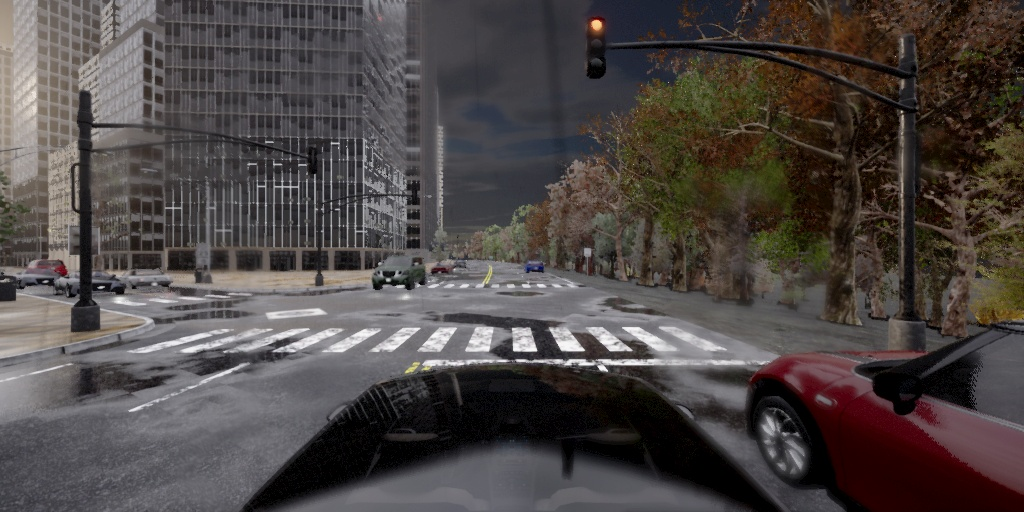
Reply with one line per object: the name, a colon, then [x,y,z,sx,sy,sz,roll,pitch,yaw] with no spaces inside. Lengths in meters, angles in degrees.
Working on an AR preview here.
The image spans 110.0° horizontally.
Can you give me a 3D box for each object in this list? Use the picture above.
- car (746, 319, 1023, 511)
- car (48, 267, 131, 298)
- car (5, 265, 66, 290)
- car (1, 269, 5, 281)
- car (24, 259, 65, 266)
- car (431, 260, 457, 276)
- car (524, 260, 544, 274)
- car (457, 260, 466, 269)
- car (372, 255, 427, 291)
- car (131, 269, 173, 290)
car: [3.320,1.077,1.721,2.097,1.767,4.553,-1,-1,2]
car: [-23.394,1.490,19.835,4.181,1.385,1.994,0,0,29]
car: [-33.306,1.574,25.213,4.181,1.385,1.994,0,0,29]
car: [-51.742,1.685,35.293,4.892,1.490,1.837,-1,-1,29]
car: [-47.448,1.373,36.453,5.566,2.045,2.150,0,0,29]
car: [-7.405,1.363,38.371,1.895,1.301,4.718,0,0,-2]
car: [2.439,1.216,41.309,1.882,1.535,5.008,-2,-1,-3]
car: [-8.331,1.339,56.996,1.994,1.385,4.181,0,0,-3]
car: [-6.891,0.976,22.542,2.150,2.045,5.566,0,0,-1]
car: [-25.372,1.555,24.554,4.718,1.301,1.895,0,0,28]
